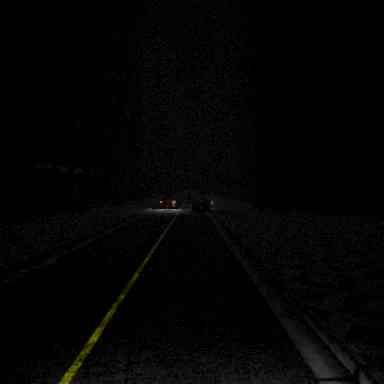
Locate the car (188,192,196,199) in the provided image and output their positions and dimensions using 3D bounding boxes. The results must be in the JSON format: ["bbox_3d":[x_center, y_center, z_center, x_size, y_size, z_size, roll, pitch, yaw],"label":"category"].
[{"bbox_3d":[0.024,0.979,87.356,2.097,1.767,4.553,0,0,0],"label":"car"}]

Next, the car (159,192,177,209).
[{"bbox_3d":[-3.074,1.275,43.905,2.097,1.767,4.553,0,0,0],"label":"car"}]

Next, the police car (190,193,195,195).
[{"bbox_3d":[0.913,1.344,45.975,1.930,1.638,5.238,0,0,0],"label":"police car"}]

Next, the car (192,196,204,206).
[{"bbox_3d":[0.914,1.429,51.865,1.812,1.442,4.674,0,0,0],"label":"car"}]

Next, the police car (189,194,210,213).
[{"bbox_3d":[0.909,1.369,35.973,1.930,1.638,5.238,0,0,0],"label":"police car"}]

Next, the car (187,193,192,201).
[{"bbox_3d":[0.020,1.034,72.355,2.097,1.767,4.553,0,0,0],"label":"car"}]
